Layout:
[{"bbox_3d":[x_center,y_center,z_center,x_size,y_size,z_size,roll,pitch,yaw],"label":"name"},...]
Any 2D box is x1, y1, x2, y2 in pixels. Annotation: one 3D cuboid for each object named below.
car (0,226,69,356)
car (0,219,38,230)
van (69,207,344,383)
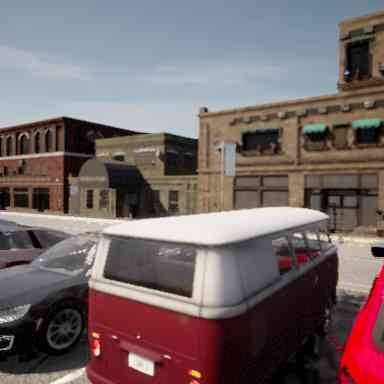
[{"bbox_3d":[-1.624,1.481,6.316,2.231,1.521,4.892,0,0,36],"label":"car"},{"bbox_3d":[-3.877,1.509,7.951,2.163,1.488,4.792,0,0,36],"label":"car"},{"bbox_3d":[0.806,1.254,4.716,1.878,1.987,4.442,0,0,36],"label":"van"}]
